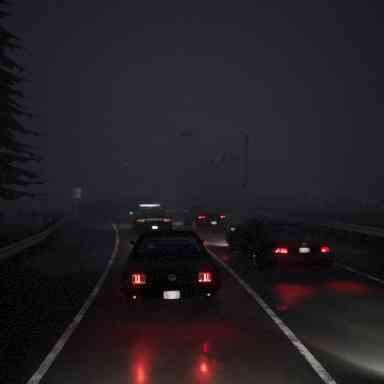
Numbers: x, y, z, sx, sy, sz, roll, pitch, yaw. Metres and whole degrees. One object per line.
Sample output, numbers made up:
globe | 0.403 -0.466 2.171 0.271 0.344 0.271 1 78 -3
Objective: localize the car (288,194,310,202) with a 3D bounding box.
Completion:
car | 24.278 1.355 75.501 4.553 1.767 2.097 0 0 -21

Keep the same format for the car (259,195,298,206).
car | 13.750 1.492 52.693 4.902 1.511 2.128 0 0 -21

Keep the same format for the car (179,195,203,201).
car | 0.497 1.564 59.139 4.181 1.385 1.994 0 0 -21

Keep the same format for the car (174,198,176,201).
car | -1.583 1.491 65.810 4.902 1.511 2.128 0 0 -20

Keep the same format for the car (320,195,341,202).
car | 33.397 1.525 80.048 4.902 1.511 2.128 0 0 -31

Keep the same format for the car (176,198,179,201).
car | -0.060 1.352 62.669 4.553 1.767 2.097 0 0 -22

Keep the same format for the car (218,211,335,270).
car | 2.542 1.547 11.065 2.033 1.411 5.357 0 0 -8

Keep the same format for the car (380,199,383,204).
car | 31.478 1.525 51.902 4.674 1.442 1.812 0 0 -21

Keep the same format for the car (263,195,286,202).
car | 19.140 1.500 77.259 4.892 1.490 1.837 0 0 -21

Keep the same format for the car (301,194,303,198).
car | 26.909 1.540 72.779 5.357 1.411 2.033 0 0 -23

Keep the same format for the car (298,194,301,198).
car | 18.669 1.525 65.886 4.674 1.442 1.812 0 0 -20

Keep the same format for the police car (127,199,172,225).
police car | -2.267 1.425 17.776 1.930 1.638 5.238 0 0 -13

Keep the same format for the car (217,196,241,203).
car | 7.797 1.524 69.257 4.674 1.442 1.812 0 0 -21

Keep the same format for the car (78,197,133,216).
car | -8.698 1.511 33.039 4.892 1.490 1.837 0 0 -21

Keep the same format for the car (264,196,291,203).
car | 17.804 1.540 69.278 5.357 1.411 2.033 0 0 -21

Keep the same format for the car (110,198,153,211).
car | -7.466 1.509 40.980 4.892 1.490 1.837 0 0 -21

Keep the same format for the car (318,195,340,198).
car | 23.140 1.547 52.484 5.357 1.411 2.033 0 0 -21

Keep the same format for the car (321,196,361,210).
car | 19.651 1.564 43.692 4.181 1.385 1.994 0 0 -21

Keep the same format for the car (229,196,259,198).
car | 10.142 1.505 62.743 4.892 1.490 1.837 0 0 -20

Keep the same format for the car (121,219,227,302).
car | -0.601 1.601 8.312 1.895 1.301 4.718 0 0 -6

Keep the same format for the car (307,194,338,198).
car | 27.118 1.478 69.089 5.008 1.535 1.882 0 0 -21

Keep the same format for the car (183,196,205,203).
car | 0.331 1.552 70.190 4.181 1.385 1.994 0 0 -21

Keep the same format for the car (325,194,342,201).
car | 37.004 1.325 86.797 4.553 1.767 2.097 0 0 -35

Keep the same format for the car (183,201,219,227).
car | 0.678 1.526 20.467 1.812 1.442 4.674 0 0 -13

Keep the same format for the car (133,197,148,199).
car | -5.618 1.356 37.936 4.553 1.767 2.097 0 0 -21

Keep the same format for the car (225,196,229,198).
car | 8.974 1.525 66.013 4.674 1.442 1.812 0 0 -20

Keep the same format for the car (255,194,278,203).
car | 16.221 1.355 72.422 4.553 1.767 2.097 0 0 -21

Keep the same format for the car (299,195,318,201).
car | 28.406 1.552 81.251 4.181 1.385 1.994 0 0 -27
